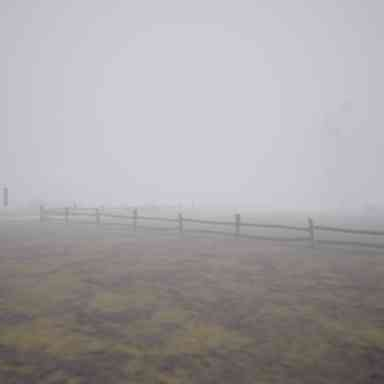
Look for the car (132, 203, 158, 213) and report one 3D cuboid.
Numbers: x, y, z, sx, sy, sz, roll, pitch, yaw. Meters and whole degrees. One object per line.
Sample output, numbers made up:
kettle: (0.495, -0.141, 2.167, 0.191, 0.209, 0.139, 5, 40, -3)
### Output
car: (-7.369, 2.480, 52.433, 2.128, 1.511, 4.902, -1, -2, 36)
